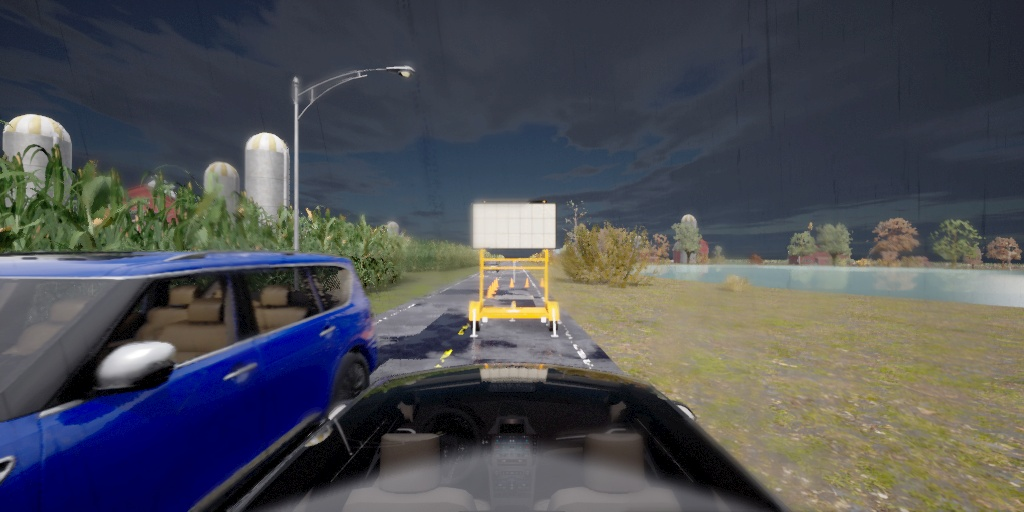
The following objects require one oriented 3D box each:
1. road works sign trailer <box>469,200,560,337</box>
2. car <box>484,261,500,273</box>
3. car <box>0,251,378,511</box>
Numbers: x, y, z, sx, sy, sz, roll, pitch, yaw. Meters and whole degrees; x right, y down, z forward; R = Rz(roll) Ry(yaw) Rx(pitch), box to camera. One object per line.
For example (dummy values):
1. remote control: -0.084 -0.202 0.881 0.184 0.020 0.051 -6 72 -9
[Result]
1. road works sign trailer: 0.068 0.217 10.266 2.380 3.560 2.880 0 0 0
2. car: -2.539 1.289 44.474 2.128 1.511 4.902 0 0 0
3. car: -2.839 0.971 2.498 2.150 2.045 5.566 0 0 0
